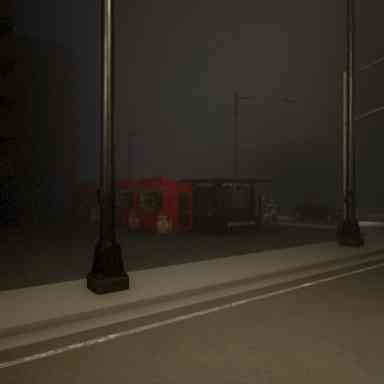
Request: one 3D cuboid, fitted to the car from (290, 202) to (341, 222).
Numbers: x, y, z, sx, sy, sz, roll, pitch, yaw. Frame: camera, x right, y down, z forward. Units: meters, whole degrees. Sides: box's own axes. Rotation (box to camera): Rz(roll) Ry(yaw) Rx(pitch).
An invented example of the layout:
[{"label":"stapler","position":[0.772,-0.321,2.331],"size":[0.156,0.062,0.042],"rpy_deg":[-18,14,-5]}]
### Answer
[{"label":"car","position":[10.484,1.612,27.571],"size":[1.837,1.490,4.892],"rpy_deg":[0,-1,-36]}]
